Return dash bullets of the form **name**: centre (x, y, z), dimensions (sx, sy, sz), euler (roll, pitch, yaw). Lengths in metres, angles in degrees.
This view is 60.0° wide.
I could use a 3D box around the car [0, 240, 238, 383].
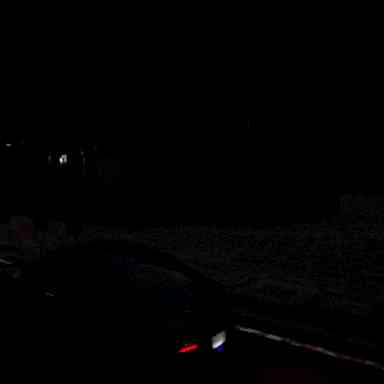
- **car**: centre (-1.549, 1.501, 5.168), dimensions (4.674, 1.442, 1.812), euler (0, 0, 36)
